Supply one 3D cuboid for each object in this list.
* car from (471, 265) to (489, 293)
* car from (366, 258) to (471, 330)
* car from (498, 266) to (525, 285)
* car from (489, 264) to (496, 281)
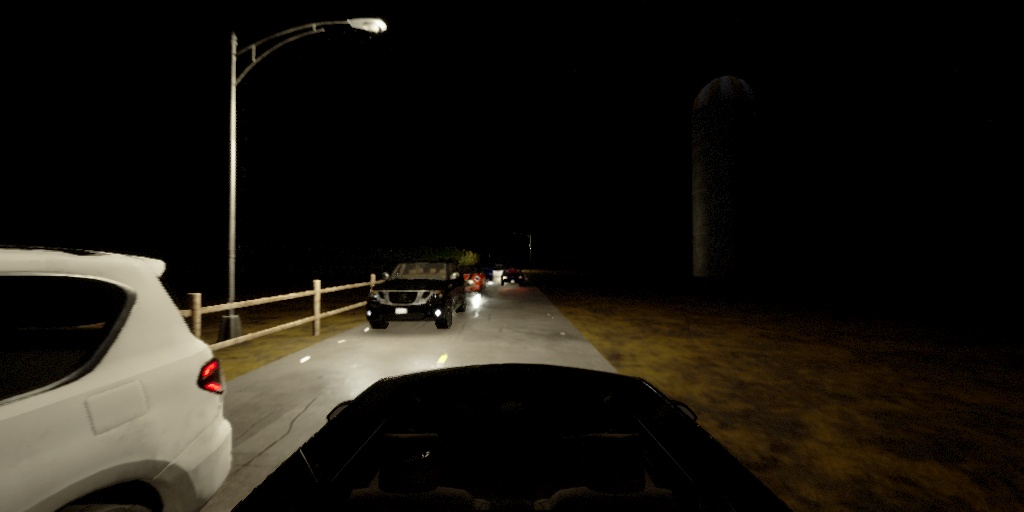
[{"bbox_3d":[-2.847,1.367,23.046,2.097,1.767,4.553,0,-1,0],"label":"car"},{"bbox_3d":[-2.861,1.093,12.007,2.150,2.045,5.566,0,-1,0],"label":"car"},{"bbox_3d":[0.053,1.711,29.849,1.895,1.301,4.718,0,-1,0],"label":"car"},{"bbox_3d":[-2.909,1.688,36.693,1.882,1.535,5.008,0,-1,0],"label":"car"}]
